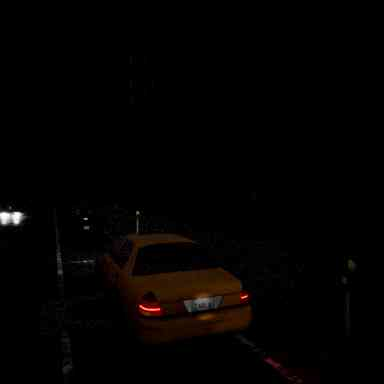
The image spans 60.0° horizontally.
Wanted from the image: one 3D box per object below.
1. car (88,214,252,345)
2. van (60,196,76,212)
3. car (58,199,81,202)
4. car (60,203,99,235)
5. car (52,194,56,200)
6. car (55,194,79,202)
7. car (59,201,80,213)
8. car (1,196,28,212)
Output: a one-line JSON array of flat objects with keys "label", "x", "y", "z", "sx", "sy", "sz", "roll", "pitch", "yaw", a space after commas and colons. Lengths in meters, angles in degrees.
[{"label": "car", "x": -0.841, "y": 1.457, "z": 6.750, "sx": 1.801, "sy": 1.575, "sz": 5.366, "roll": 0, "pitch": 0, "yaw": -23}, {"label": "van", "x": -14.609, "y": 1.342, "z": 39.085, "sx": 1.690, "sy": 1.788, "sz": 3.998, "roll": 0, "pitch": 0, "yaw": -23}, {"label": "car", "x": -10.365, "y": 1.567, "z": 28.885, "sx": 1.947, "sy": 1.339, "sz": 4.313, "roll": 0, "pitch": 0, "yaw": -23}, {"label": "car", "x": -6.122, "y": 1.551, "z": 18.686, "sx": 2.008, "sy": 1.369, "sz": 4.403, "roll": 0, "pitch": 0, "yaw": -23}, {"label": "car", "x": -31.731, "y": 1.469, "z": 79.499, "sx": 1.967, "sy": 1.590, "sz": 4.097, "roll": 0, "pitch": 0, "yaw": -24}, {"label": "car", "x": -12.487, "y": 1.316, "z": 33.986, "sx": 2.192, "sy": 1.841, "sz": 5.009, "roll": 0, "pitch": 0, "yaw": -23}, {"label": "car", "x": -8.244, "y": 1.551, "z": 23.785, "sx": 2.008, "sy": 1.369, "sz": 4.403, "roll": 0, "pitch": 0, "yaw": -23}, {"label": "car", "x": -20.731, "y": 1.494, "z": 38.503, "sx": 2.128, "sy": 1.511, "sz": 4.902, "roll": 0, "pitch": 0, "yaw": -22}]
